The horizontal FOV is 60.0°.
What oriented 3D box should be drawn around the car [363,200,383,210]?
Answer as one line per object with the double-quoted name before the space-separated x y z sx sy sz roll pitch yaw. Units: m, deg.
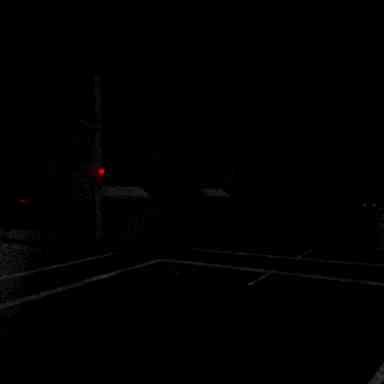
"car" 26.266 1.939 48.748 2.033 1.411 5.357 -1 -1 34
